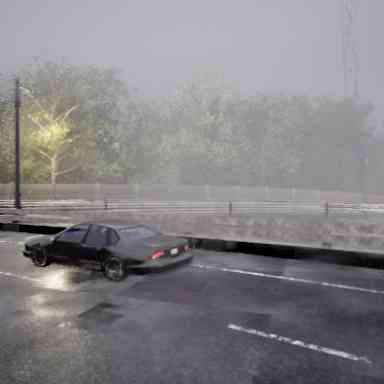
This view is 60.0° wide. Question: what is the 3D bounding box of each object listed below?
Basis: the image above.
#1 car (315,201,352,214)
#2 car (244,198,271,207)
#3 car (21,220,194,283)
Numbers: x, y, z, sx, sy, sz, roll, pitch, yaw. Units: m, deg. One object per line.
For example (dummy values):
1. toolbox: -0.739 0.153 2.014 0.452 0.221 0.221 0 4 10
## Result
1. car: 16.941 1.868 39.952 4.902 1.511 2.128 2 -1 -22
2. car: 6.919 1.361 35.823 5.008 1.535 1.882 1 0 -21
3. car: -2.583 1.526 9.601 5.357 1.411 2.033 0 0 31
